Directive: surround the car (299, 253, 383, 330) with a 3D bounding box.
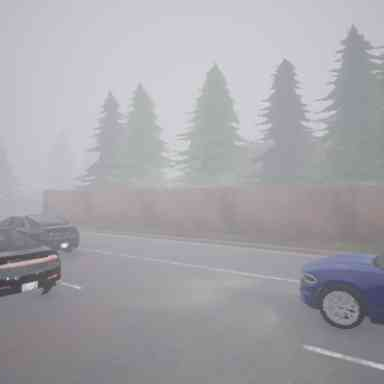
[{"bbox_3d":[4.275,1.475,5.241,5.008,1.535,1.882,0,0,35],"label":"car"}]

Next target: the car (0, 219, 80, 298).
[{"bbox_3d":[-4.958,1.542,7.538,4.902,1.511,2.128,-1,0,36],"label":"car"}]

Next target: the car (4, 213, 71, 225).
[{"bbox_3d":[-6.348,1.583,12.832,4.892,1.490,1.837,0,0,36],"label":"car"}]
